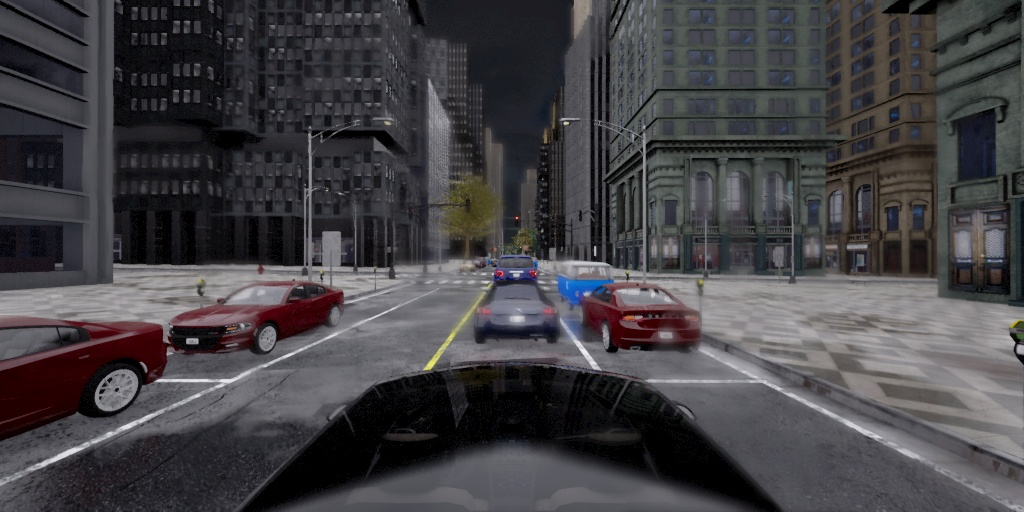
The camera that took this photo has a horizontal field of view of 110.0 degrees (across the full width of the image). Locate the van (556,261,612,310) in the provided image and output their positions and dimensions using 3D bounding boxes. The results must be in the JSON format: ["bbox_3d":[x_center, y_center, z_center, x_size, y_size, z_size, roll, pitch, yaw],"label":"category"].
[{"bbox_3d":[2.790,1.093,14.219,1.690,1.789,3.998,0,0,0],"label":"van"}]

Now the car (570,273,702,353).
[{"bbox_3d":[2.784,1.296,8.694,1.888,1.381,4.507,0,0,0],"label":"car"}]

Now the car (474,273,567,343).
[{"bbox_3d":[0.110,1.315,9.653,1.994,1.385,4.181,0,0,0],"label":"car"}]

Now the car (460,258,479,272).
[{"bbox_3d":[-5.720,1.297,46.644,1.751,1.417,4.829,0,0,0],"label":"car"}]

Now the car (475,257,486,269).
[{"bbox_3d":[-5.702,1.326,57.394,1.888,1.381,4.507,0,0,0],"label":"car"}]

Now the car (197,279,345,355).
[{"bbox_3d":[-5.772,1.296,8.721,1.888,1.381,4.507,0,0,0],"label":"car"}]

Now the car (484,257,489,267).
[{"bbox_3d":[-5.697,1.101,62.683,2.192,1.841,5.009,0,0,0],"label":"car"}]

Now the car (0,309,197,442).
[{"bbox_3d":[-5.776,1.295,3.196,1.888,1.381,4.507,0,0,0],"label":"car"}]

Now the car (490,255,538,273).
[{"bbox_3d":[0.139,0.975,19.066,2.150,2.045,5.566,0,0,-1],"label":"car"}]
